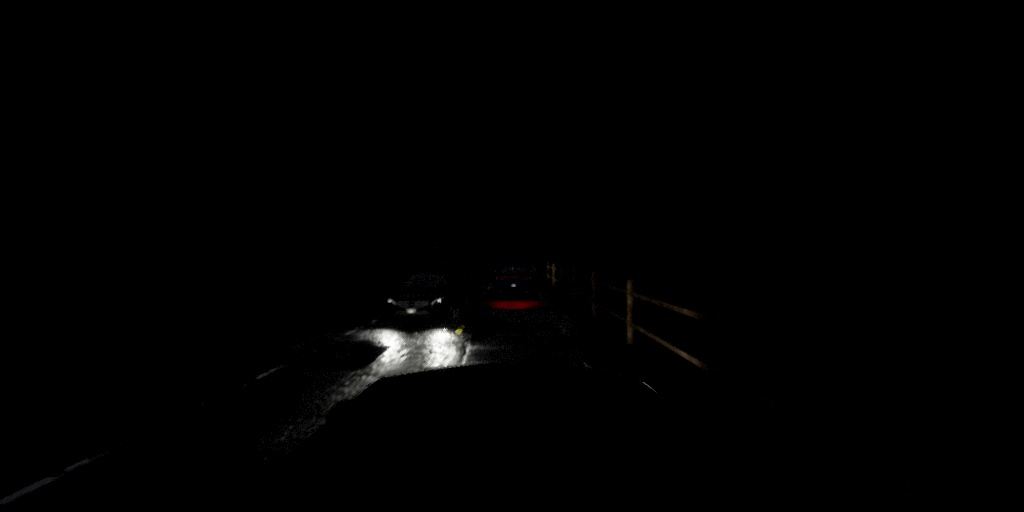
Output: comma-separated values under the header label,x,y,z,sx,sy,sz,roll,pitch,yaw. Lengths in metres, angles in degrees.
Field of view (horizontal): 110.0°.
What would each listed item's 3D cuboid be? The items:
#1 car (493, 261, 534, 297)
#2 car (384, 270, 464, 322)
label,x,y,z,sx,sy,sz,roll,pitch,yaw
car,0.078,1.154,18.478,1.882,1.535,5.008,0,0,0
car,-2.761,1.231,12.154,1.812,1.442,4.674,0,0,0
